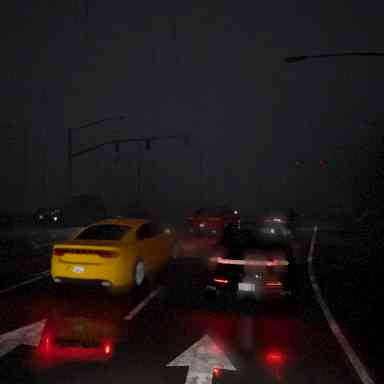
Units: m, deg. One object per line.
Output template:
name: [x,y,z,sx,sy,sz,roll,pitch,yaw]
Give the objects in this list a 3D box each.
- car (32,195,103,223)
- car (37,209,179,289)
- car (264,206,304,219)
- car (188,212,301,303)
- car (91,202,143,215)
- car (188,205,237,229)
car: [-8.293,1.224,23.122,2.150,2.045,5.566,0,0,22]
car: [-1.786,1.477,9.369,1.882,1.535,5.008,0,0,14]
car: [4.598,1.504,17.207,1.837,1.490,4.892,0,0,21]
car: [1.538,1.491,8.323,2.128,1.511,4.902,0,0,13]
car: [-4.614,1.564,22.881,1.994,1.385,4.181,0,0,22]
car: [1.356,1.477,18.416,1.882,1.535,5.008,0,0,21]
